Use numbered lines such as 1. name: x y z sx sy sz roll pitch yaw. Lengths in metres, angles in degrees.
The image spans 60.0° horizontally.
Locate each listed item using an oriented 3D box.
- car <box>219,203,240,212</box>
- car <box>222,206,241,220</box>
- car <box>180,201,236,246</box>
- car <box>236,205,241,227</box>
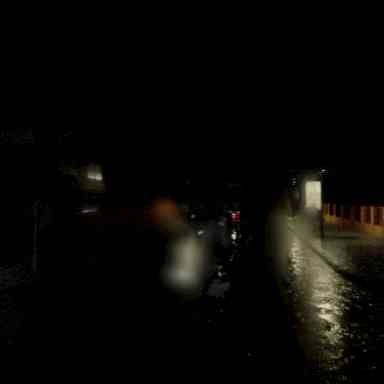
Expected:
1. car: 6.568 2.727 58.917 1.882 1.535 5.008 1 -2 -16
2. car: 4.468 2.290 37.135 1.895 1.301 4.718 0 -1 9
3. car: 0.906 1.516 17.437 2.150 2.045 5.566 0 -1 11
4. car: 2.720 1.830 27.253 2.097 1.767 4.553 0 -1 10
